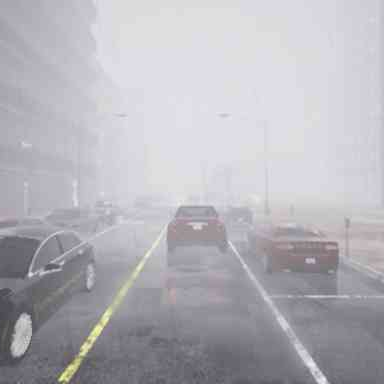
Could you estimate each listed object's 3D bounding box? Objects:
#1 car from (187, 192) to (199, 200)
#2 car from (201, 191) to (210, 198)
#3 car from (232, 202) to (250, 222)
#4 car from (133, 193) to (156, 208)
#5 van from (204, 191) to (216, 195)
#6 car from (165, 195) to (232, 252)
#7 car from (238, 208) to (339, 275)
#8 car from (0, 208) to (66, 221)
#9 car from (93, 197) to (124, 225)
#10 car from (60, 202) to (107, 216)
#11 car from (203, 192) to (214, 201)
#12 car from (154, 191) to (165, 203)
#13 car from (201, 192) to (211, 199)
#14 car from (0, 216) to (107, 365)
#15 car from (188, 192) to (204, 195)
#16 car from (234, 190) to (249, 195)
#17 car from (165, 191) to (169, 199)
[{"bbox_3d":[0.267,0.699,61.525,2.128,1.511,4.902,0,1,0],"label":"car"},{"bbox_3d":[3.039,0.565,76.686,2.008,1.369,4.403,1,1,0],"label":"car"},{"bbox_3d":[2.758,1.277,20.992,2.008,1.369,4.403,1,1,0],"label":"car"},{"bbox_3d":[-5.577,1.094,37.724,1.802,1.307,4.206,1,1,0],"label":"car"},{"bbox_3d":[2.873,0.667,52.224,1.690,1.788,3.998,1,1,0],"label":"van"},{"bbox_3d":[0.141,1.178,13.271,2.097,1.767,4.553,0,1,-1],"label":"car"},{"bbox_3d":[2.728,1.415,9.853,1.887,1.381,4.507,1,1,0],"label":"car"},{"bbox_3d":[-5.653,1.415,9.878,1.887,1.381,4.507,1,1,0],"label":"car"},{"bbox_3d":[-5.621,1.167,21.015,1.967,1.590,4.097,1,1,0],"label":"car"},{"bbox_3d":[-5.637,1.364,15.447,1.947,1.339,4.313,1,1,0],"label":"car"},{"bbox_3d":[2.950,0.762,60.687,1.887,1.381,4.507,1,1,0],"label":"car"},{"bbox_3d":[-5.550,0.809,48.861,1.967,1.590,4.097,1,1,0],"label":"car"},{"bbox_3d":[3.024,0.636,71.116,2.008,1.369,4.403,1,1,0],"label":"car"},{"bbox_3d":[-3.084,1.428,5.752,1.837,1.490,4.892,0,1,0],"label":"car"},{"bbox_3d":[0.219,0.911,43.855,1.882,1.535,5.008,0,1,0],"label":"car"},{"bbox_3d":[13.957,0.206,93.284,4.206,1.307,1.802,0,0,1],"label":"car"},{"bbox_3d":[-5.596,0.809,60.001,1.802,1.307,4.206,1,1,0],"label":"car"}]
